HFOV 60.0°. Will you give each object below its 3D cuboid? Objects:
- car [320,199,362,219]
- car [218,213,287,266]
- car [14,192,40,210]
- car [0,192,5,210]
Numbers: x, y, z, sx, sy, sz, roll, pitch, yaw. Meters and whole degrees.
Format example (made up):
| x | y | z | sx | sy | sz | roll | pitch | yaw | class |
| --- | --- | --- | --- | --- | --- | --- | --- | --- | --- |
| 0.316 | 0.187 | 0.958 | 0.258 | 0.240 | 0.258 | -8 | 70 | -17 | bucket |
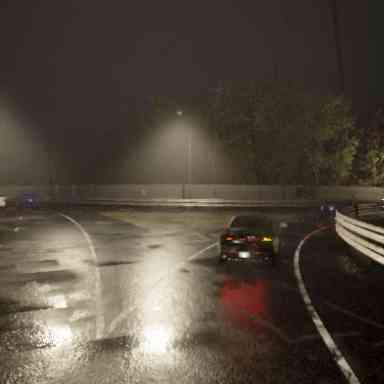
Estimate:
| x | y | z | sx | sy | sz | roll | pitch | yaw | class |
| --- | --- | --- | --- | --- | --- | --- | --- | --- | --- |
| 12.679 | 1.408 | 28.202 | 2.097 | 1.767 | 4.553 | 1 | 0 | 44 | car |
| 2.208 | 1.509 | 11.722 | 1.837 | 1.490 | 4.892 | 0 | 0 | 17 | car |
| -19.894 | 1.045 | 40.057 | 2.150 | 2.045 | 5.566 | 0 | 0 | -35 | car |
| -23.000 | 1.026 | 38.419 | 2.150 | 2.045 | 5.566 | 0 | 0 | -35 | car |
